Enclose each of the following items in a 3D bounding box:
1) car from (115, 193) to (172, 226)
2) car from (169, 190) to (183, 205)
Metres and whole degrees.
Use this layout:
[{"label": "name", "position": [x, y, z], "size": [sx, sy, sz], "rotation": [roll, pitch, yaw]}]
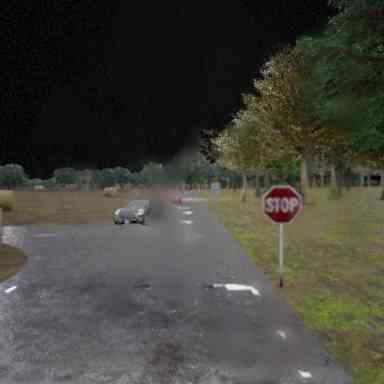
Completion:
[{"label": "car", "position": [-3.298, 1.194, 22.340], "size": [2.097, 1.767, 4.553], "rotation": [-1, 0, 17]}, {"label": "car", "position": [-2.553, 0.811, 49.051], "size": [2.150, 2.045, 5.566], "rotation": [0, 1, 0]}]
